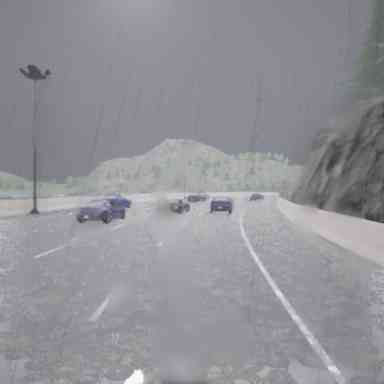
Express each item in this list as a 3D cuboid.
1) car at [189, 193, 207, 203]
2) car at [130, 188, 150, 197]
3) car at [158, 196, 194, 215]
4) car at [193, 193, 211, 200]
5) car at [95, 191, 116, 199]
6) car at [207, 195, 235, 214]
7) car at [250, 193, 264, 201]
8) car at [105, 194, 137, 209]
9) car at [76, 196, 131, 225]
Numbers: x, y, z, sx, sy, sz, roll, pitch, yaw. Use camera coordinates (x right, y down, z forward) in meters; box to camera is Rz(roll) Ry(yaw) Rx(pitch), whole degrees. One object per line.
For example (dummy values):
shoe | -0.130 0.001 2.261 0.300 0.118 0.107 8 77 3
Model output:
car | 0.840 0.898 51.544 1.882 1.535 5.008 0 0 18
car | -11.011 0.048 70.178 2.097 1.767 4.553 1 1 22
car | -1.427 1.257 28.674 1.895 1.301 4.718 1 1 11
car | 1.985 0.843 64.910 1.994 1.385 4.181 1 1 23
car | -16.776 0.577 64.823 1.812 1.442 4.674 1 1 19
car | 2.919 1.153 31.155 1.882 1.535 5.008 0 0 12
car | 12.343 0.922 62.721 1.837 1.490 4.892 -1 0 24
car | -7.470 1.023 32.574 1.882 1.535 5.008 0 0 11
car | -5.698 1.219 21.270 1.812 1.442 4.674 0 1 8
